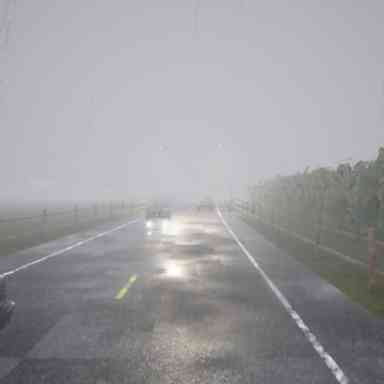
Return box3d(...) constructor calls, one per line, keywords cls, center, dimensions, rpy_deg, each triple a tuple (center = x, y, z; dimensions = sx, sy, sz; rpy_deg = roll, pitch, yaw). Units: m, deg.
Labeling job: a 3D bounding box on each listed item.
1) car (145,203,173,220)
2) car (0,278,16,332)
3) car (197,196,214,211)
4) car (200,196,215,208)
box3d(cls="car", center=(-2.705, 1.610, 28.203), dimensions=(1.994, 1.385, 4.181), rpy_deg=(1, 0, 3))
box3d(cls="car", center=(-3.571, 1.522, 2.521), dimensions=(2.033, 1.411, 5.357), rpy_deg=(1, 0, 2))
box3d(cls="car", center=(1.651, 1.618, 41.769), dimensions=(1.837, 1.490, 4.892), rpy_deg=(1, 0, 3))
box3d(cls="car", center=(2.402, 1.487, 52.759), dimensions=(2.097, 1.767, 4.553), rpy_deg=(1, 0, 0))
